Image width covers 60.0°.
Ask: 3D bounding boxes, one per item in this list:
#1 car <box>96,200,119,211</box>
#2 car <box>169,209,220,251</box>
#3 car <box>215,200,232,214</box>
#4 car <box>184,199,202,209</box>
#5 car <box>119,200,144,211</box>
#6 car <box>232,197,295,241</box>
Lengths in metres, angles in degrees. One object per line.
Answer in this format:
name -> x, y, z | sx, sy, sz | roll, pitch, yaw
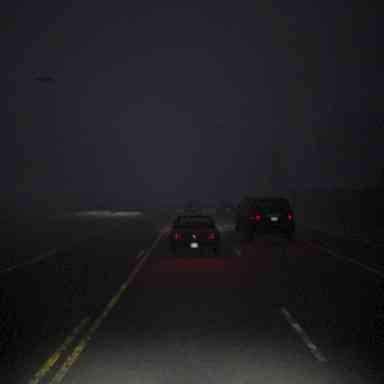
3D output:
car -> -10.491, 1.619, 41.636 | 1.895, 1.301, 4.718 | 0, 0, 1
car -> 0.093, 1.636, 14.270 | 1.895, 1.301, 4.718 | 0, 0, 0
car -> 3.599, 1.548, 35.233 | 1.812, 1.442, 4.674 | 0, 0, 0
car -> 0.102, 1.499, 36.393 | 1.882, 1.535, 5.008 | 0, 0, 0
car -> -7.036, 1.620, 40.181 | 1.895, 1.301, 4.718 | 0, 0, 1
car -> 3.598, 1.258, 17.204 | 2.150, 2.045, 5.566 | 0, 0, 0
